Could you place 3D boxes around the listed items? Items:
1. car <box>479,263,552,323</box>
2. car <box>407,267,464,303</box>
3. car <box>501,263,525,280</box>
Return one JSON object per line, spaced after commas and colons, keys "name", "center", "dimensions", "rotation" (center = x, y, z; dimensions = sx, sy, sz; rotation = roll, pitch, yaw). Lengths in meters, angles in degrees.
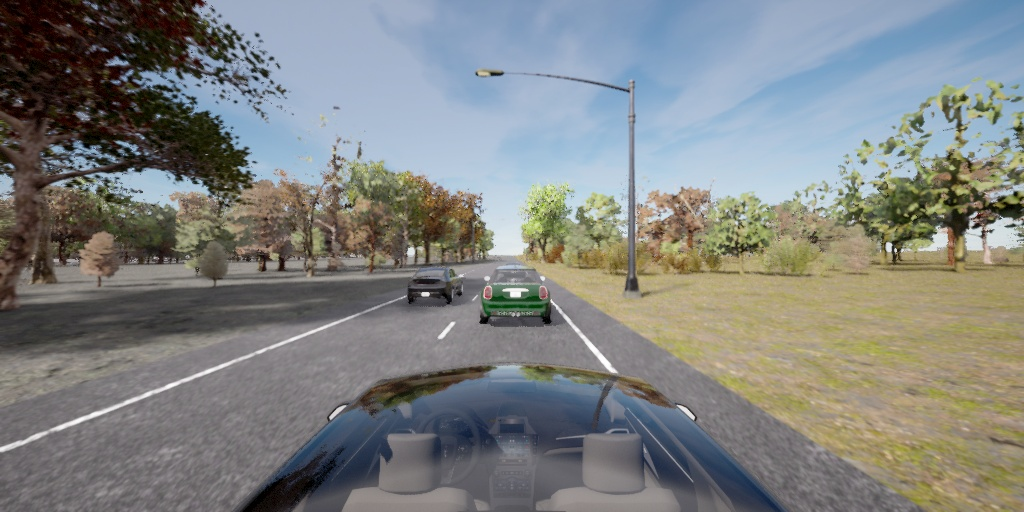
{"name": "car", "center": [0.101, 1.100, 12.215], "dimensions": [2.097, 1.767, 4.553], "rotation": [0, 0, 0]}
{"name": "car", "center": [-3.398, 1.252, 16.498], "dimensions": [1.837, 1.490, 4.892], "rotation": [0, 0, 0]}
{"name": "car", "center": [0.101, 1.309, 31.692], "dimensions": [1.994, 1.385, 4.181], "rotation": [0, 0, 0]}
